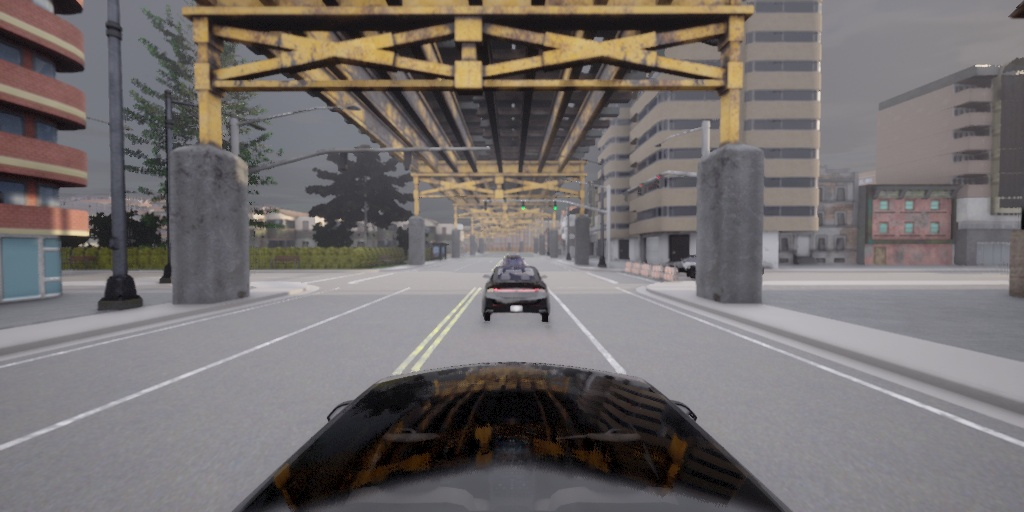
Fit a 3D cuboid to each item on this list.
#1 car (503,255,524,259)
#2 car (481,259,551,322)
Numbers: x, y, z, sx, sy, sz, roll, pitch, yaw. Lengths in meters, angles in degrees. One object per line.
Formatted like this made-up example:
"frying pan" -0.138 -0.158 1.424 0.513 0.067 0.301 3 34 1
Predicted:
"car" 0.130 0.605 31.444 1.812 1.442 4.674 0 1 0
"car" 0.105 1.025 11.292 2.128 1.511 4.902 0 1 0
